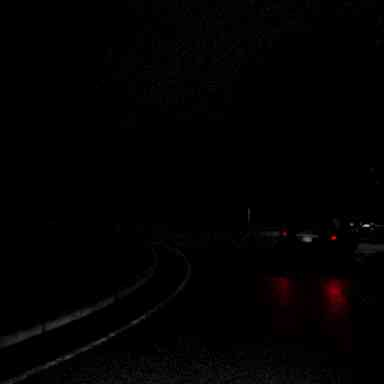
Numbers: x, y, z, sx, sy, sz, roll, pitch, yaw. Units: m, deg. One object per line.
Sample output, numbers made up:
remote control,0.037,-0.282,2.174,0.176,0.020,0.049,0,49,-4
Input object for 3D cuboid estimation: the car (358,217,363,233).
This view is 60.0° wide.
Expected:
car,8.980,1.965,21.714,4.892,1.490,1.837,2,0,-26

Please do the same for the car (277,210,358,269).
car,4.823,1.608,12.591,2.097,1.767,4.553,2,-1,31
